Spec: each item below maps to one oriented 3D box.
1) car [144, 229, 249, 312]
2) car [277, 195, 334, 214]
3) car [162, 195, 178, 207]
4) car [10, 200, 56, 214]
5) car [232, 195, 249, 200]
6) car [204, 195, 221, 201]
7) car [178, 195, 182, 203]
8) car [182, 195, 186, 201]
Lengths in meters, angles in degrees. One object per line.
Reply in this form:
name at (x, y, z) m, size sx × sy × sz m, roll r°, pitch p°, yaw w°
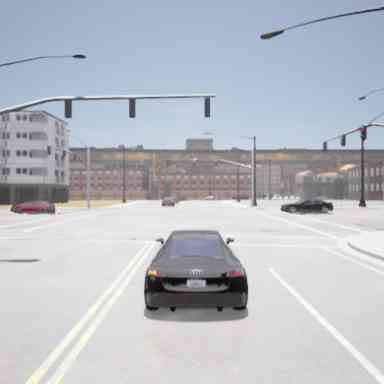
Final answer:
car at (0.077, 1.558, 7.792) m, size 1.994 × 1.385 × 4.181 m, roll 0°, pitch 0°, yaw 0°
car at (11.341, 1.387, 32.897) m, size 5.008 × 1.535 × 1.882 m, roll 0°, pitch 0°, yaw 1°
car at (-3.637, 1.489, 51.769) m, size 1.812 × 1.442 × 4.674 m, roll 0°, pitch 0°, yaw 0°
car at (-16.213, 1.540, 34.042) m, size 4.181 × 1.385 × 1.994 m, roll 0°, pitch 0°, yaw 2°
car at (13.317, 1.461, 90.699) m, size 4.902 × 1.511 × 2.128 m, roll 0°, pitch 0°, yaw -24°
car at (5.281, 1.536, 84.765) m, size 1.895 × 1.301 × 4.718 m, roll 0°, pitch 0°, yaw 43°
car at (-3.601, 1.446, 65.634) m, size 2.128 × 1.511 × 4.902 m, roll 0°, pitch 0°, yaw 1°
car at (-2.680, 1.446, 77.207) m, size 1.837 × 1.490 × 4.892 m, roll 0°, pitch 0°, yaw 15°
